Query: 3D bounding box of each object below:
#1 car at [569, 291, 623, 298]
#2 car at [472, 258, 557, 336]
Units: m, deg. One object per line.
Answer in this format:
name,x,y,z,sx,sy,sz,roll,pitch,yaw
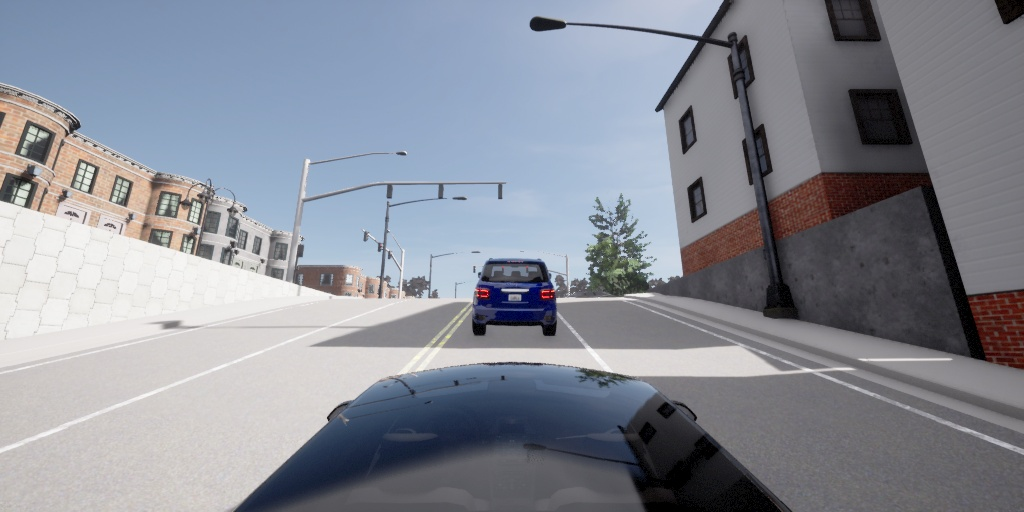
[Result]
car,7.225,3.694,30.143,4.892,1.490,1.837,-4,-12,14
car,0.077,1.097,11.026,2.150,2.045,5.566,1,-1,0
